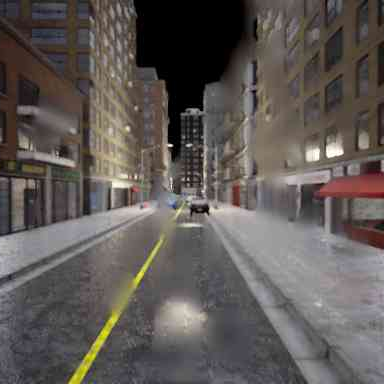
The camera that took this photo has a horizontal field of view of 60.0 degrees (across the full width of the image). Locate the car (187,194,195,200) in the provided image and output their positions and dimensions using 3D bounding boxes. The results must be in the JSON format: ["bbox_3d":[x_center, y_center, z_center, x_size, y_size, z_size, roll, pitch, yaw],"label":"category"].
[{"bbox_3d":[-0.232,1.293,85.570,1.812,1.442,4.674,0,0,0],"label":"car"}]

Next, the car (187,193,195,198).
[{"bbox_3d":[0.709,1.335,42.945,2.097,1.767,4.553,0,0,0],"label":"car"}]

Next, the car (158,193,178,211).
[{"bbox_3d":[-2.951,1.207,41.050,2.150,2.045,5.566,0,0,0],"label":"car"}]

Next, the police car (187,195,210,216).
[{"bbox_3d":[0.736,1.417,33.084,1.930,1.638,5.238,0,0,0],"label":"police car"}]

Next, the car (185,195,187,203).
[{"bbox_3d":[-0.183,1.147,67.476,2.150,2.045,5.566,0,0,0],"label":"car"}]

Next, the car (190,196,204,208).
[{"bbox_3d":[0.693,1.456,48.974,1.882,1.535,5.008,0,0,0],"label":"car"}]
